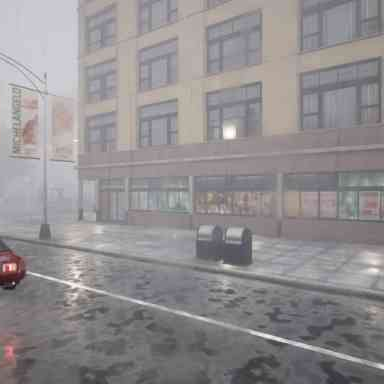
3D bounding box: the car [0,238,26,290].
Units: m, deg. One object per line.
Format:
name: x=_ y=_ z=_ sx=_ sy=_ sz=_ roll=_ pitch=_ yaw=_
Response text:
car: x=-5.720 y=1.601 z=8.156 sx=1.895 sy=1.301 sz=4.718 roll=0 pitch=0 yaw=-42
